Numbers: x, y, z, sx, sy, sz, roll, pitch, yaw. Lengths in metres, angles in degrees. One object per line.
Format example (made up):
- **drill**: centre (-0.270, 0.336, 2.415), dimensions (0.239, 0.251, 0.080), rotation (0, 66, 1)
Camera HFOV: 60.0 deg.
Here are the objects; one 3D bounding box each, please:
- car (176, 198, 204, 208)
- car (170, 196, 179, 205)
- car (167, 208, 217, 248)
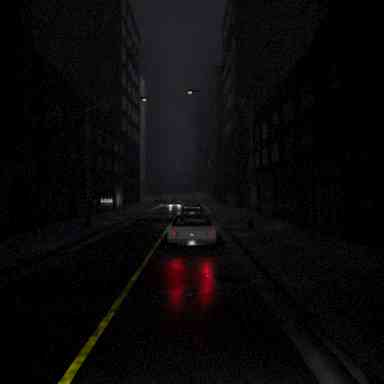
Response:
- **car**: centre (0.000, 1.507, 29.653), dimensions (2.128, 1.511, 4.902), rotation (0, 0, 0)
- **car**: centre (-2.999, 1.580, 60.655), dimensions (1.837, 1.490, 4.892), rotation (0, 0, 0)
- **car**: centre (0.000, 1.616, 14.682), dimensions (1.895, 1.301, 4.718), rotation (0, 0, 0)
